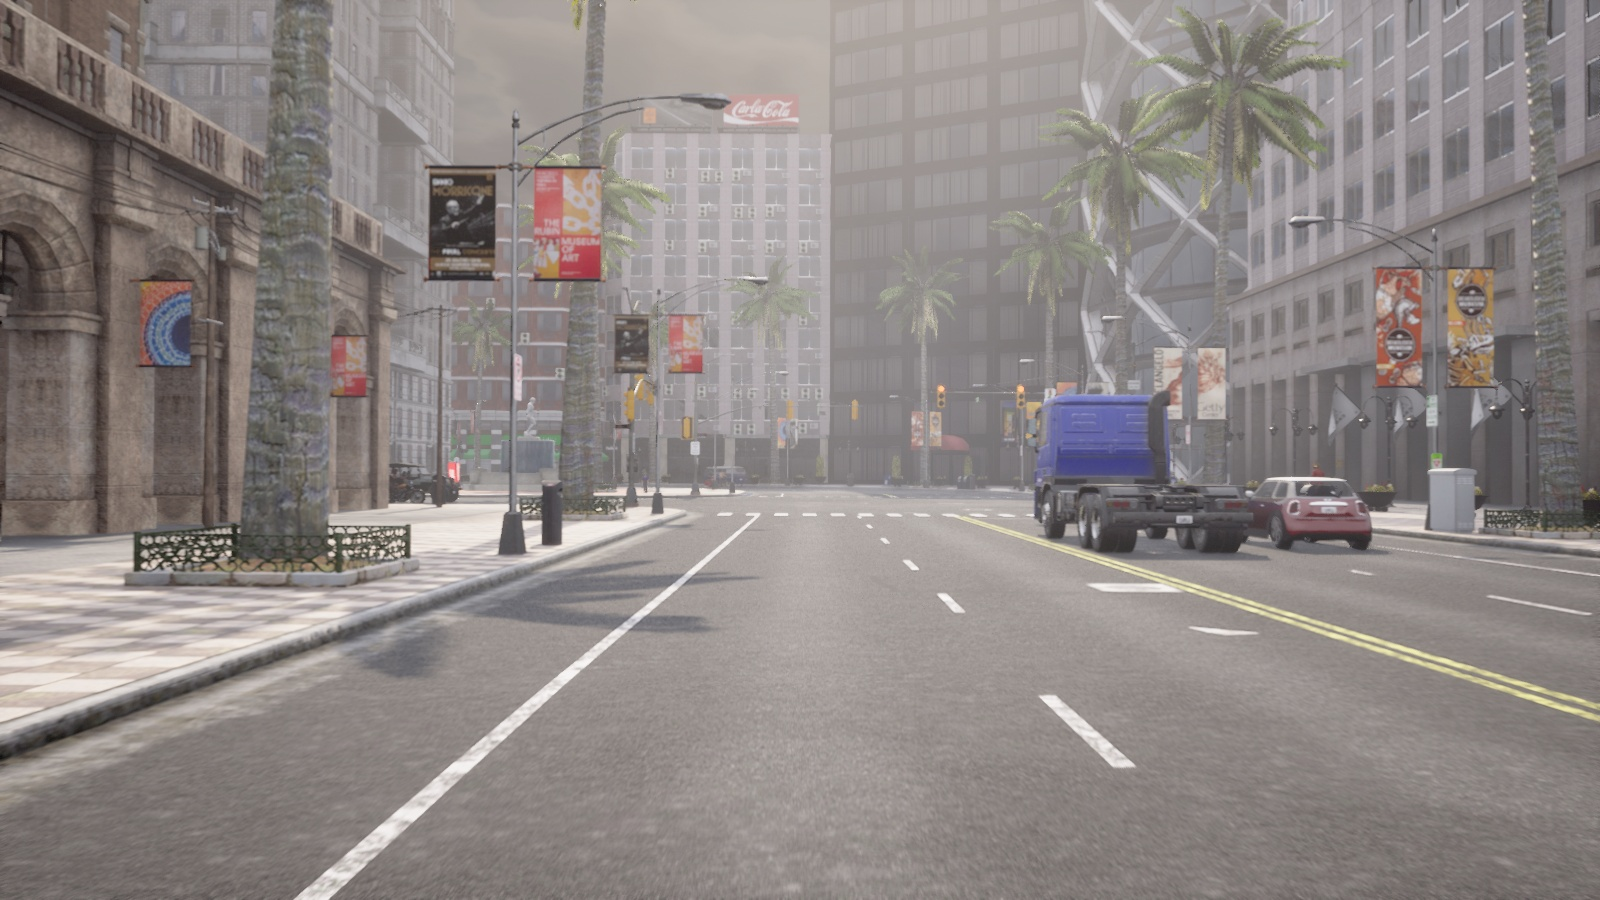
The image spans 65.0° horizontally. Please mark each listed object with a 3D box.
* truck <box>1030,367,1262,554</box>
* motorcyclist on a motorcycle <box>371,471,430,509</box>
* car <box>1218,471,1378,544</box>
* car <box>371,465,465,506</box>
[{"bbox_3d":[7.163,0.263,27.317,2.891,3.462,7.936,0,-1,0],"label":"truck"},{"bbox_3d":[-17.747,1.772,55.778,2.350,1.649,0.766,0,-1,0],"label":"motorcyclist on a motorcycle"},{"bbox_3d":[10.666,1.194,27.205,1.970,1.475,3.806,0,-1,0],"label":"car"},{"bbox_3d":[-18.005,1.678,59.281,3.866,1.878,1.905,0,-1,0],"label":"car"}]
